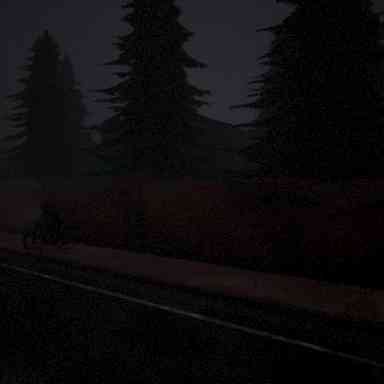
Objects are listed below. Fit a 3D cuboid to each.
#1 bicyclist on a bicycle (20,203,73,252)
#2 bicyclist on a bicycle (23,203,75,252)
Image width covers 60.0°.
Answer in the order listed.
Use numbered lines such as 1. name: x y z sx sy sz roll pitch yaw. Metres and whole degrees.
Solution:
1. bicyclist on a bicycle: -5.213 1.210 12.020 0.582 1.620 1.656 0 -1 38
2. bicyclist on a bicycle: -4.824 1.216 11.324 1.656 1.620 0.582 1 0 -27
